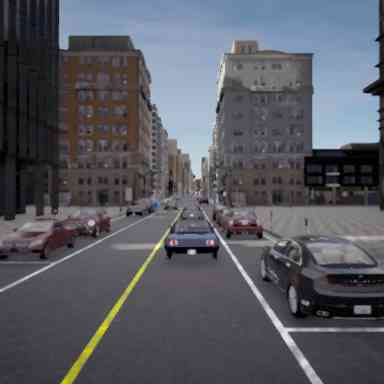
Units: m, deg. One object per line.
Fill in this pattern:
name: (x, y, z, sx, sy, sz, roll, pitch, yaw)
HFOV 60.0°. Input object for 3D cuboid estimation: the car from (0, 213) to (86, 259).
car: (-5.861, 1.706, 13.041, 1.802, 1.307, 4.206, 0, -1, 0)

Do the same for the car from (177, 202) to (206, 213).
car: (0.013, 1.825, 28.478, 1.994, 1.385, 4.181, 0, 0, 0)

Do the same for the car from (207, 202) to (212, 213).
car: (2.663, 1.818, 29.936, 1.887, 1.381, 4.507, 0, -1, 0)

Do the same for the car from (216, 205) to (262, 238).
car: (2.664, 1.614, 18.659, 1.967, 1.590, 4.097, 0, -1, 0)

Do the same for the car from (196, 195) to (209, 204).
car: (2.660, 1.913, 73.872, 2.192, 1.841, 5.009, 0, 0, 0)

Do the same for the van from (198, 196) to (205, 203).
van: (2.658, 2.043, 90.842, 1.690, 1.788, 3.998, 0, 0, 0)

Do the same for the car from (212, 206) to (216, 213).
car: (2.663, 1.806, 24.297, 1.802, 1.307, 4.206, 0, -1, 0)

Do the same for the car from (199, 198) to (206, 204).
car: (2.658, 2.212, 85.183, 1.887, 1.381, 4.507, 0, 0, 0)

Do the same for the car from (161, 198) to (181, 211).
car: (-3.026, 1.940, 48.542, 1.837, 1.490, 4.892, 0, -1, 0)

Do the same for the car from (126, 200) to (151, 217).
car: (-5.864, 1.889, 35.600, 1.947, 1.339, 4.313, 0, -1, 0)

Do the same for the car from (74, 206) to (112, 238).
car: (-5.862, 1.614, 18.683, 1.967, 1.590, 4.097, 0, -1, 0)

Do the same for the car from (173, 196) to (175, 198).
car: (-5.867, 2.199, 79.552, 1.947, 1.339, 4.313, 0, 0, 0)

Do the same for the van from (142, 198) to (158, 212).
van: (-5.865, 1.761, 46.883, 1.690, 1.788, 3.998, 0, -1, 0)

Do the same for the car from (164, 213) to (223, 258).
car: (0.011, 1.727, 13.251, 1.895, 1.301, 4.718, 0, -1, 0)

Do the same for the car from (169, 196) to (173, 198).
car: (-5.867, 2.122, 73.727, 1.752, 1.417, 4.829, 0, 0, 0)

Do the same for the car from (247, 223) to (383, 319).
car: (2.665, 1.623, 7.380, 2.008, 1.369, 4.403, 0, -1, 0)

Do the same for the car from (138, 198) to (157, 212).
car: (-5.864, 1.688, 41.242, 2.192, 1.841, 5.009, 0, -1, 0)
